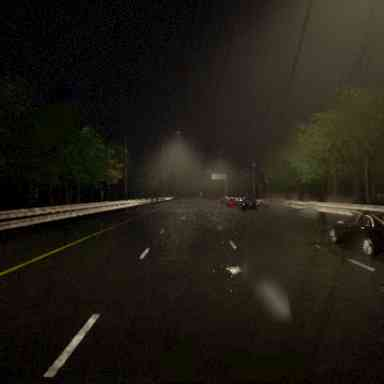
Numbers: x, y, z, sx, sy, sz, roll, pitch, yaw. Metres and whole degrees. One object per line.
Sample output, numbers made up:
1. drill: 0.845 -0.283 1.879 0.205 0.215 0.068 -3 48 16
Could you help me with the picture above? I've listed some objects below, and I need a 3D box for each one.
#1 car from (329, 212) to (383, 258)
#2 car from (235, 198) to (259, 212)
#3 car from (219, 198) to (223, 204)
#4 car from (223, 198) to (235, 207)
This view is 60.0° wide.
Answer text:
1. car: 7.008 1.526 12.906 1.837 1.490 4.892 0 0 0
2. car: 7.095 1.574 42.474 2.097 1.767 4.553 0 -1 0
3. car: 7.317 2.064 76.743 1.812 1.442 4.674 0 -1 0
4. car: 7.194 1.948 60.126 1.994 1.385 4.181 0 -1 0
